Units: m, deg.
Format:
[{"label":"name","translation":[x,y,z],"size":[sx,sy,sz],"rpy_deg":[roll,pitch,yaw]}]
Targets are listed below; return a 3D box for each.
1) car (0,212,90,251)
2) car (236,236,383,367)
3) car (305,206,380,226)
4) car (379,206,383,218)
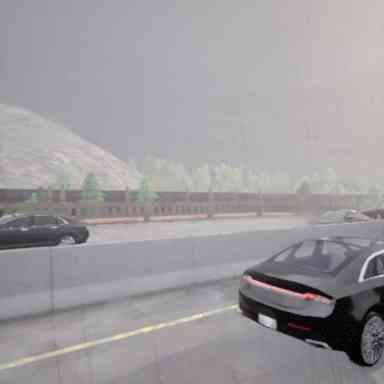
[{"label":"car","translation":[-6.327,1.522,12.378],"size":[4.892,1.490,1.837],"rpy_deg":[1,0,-36]},{"label":"car","translation":[2.989,1.549,5.881],"size":[4.902,1.511,2.128],"rpy_deg":[1,0,-36]},{"label":"car","translation":[8.204,1.698,18.449],"size":[4.674,1.442,1.812],"rpy_deg":[1,0,-35]},{"label":"car","translation":[19.627,2.172,35.177],"size":[5.008,1.535,1.882],"rpy_deg":[4,-3,-35]}]
